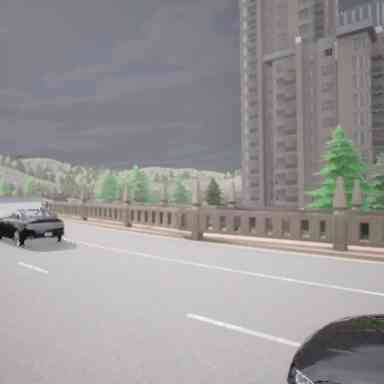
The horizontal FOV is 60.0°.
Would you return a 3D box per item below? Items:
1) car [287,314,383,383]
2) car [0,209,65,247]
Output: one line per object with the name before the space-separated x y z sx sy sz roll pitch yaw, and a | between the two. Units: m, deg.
car | 3.022 1.486 1.866 4.902 1.511 2.128 0 0 36
car | -7.699 1.555 15.592 2.128 1.511 4.902 0 0 -45
